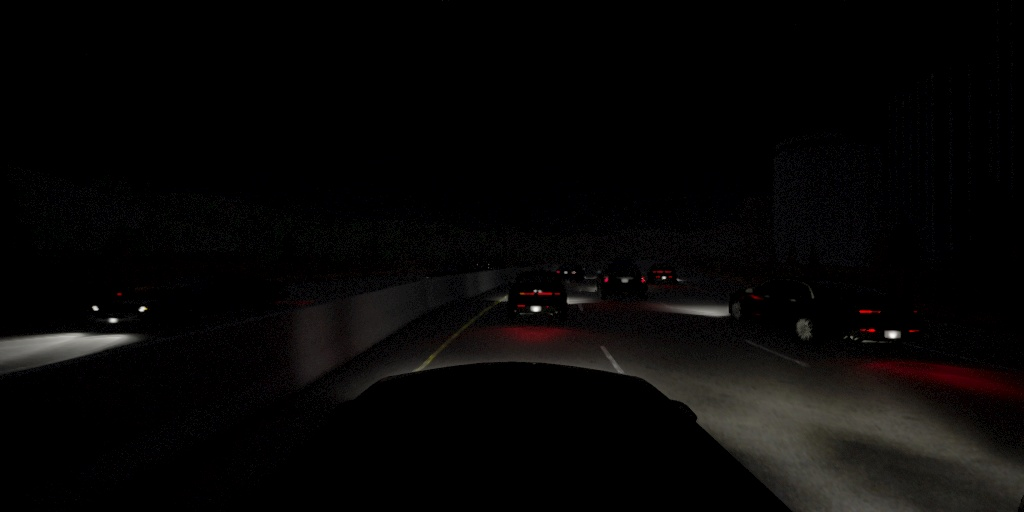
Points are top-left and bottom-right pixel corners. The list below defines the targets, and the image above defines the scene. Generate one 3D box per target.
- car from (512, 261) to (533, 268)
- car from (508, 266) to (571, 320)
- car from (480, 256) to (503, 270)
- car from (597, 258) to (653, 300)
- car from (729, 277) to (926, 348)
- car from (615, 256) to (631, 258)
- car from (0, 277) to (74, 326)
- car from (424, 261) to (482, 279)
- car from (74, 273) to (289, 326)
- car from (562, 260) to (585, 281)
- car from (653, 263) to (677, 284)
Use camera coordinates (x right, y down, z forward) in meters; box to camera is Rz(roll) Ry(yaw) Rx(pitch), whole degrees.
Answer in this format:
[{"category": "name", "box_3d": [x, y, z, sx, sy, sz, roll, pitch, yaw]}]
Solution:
[{"category": "car", "box_3d": [1.564, 1.428, 51.479, 1.994, 1.385, 4.181, 0, 0, 21]}, {"category": "car", "box_3d": [0.984, 1.261, 12.661, 1.837, 1.490, 4.892, 0, 0, 7]}, {"category": "car", "box_3d": [-2.990, 1.067, 49.424, 2.150, 2.045, 5.566, 0, 0, 21]}, {"category": "car", "box_3d": [5.416, 1.126, 18.061, 2.097, 1.767, 4.553, 0, 0, 11]}, {"category": "car", "box_3d": [7.632, 1.280, 9.397, 1.837, 1.490, 4.892, 0, 0, 5]}, {"category": "car", "box_3d": [12.830, 1.074, 41.305, 2.150, 2.045, 5.566, 0, 0, 21]}, {"category": "car", "box_3d": [-13.650, 1.255, 9.262, 2.033, 1.411, 5.357, 0, 0, 5]}, {"category": "car", "box_3d": [-4.104, 1.309, 24.766, 2.033, 1.411, 5.357, 0, 0, 14]}, {"category": "car", "box_3d": [-9.931, 1.269, 11.806, 2.033, 1.411, 5.357, 0, 0, 6]}, {"category": "car", "box_3d": [5.008, 1.344, 30.372, 2.033, 1.411, 5.357, 0, 0, 19]}, {"category": "car", "box_3d": [11.607, 1.310, 27.899, 1.837, 1.490, 4.892, 0, 0, 18]}]
